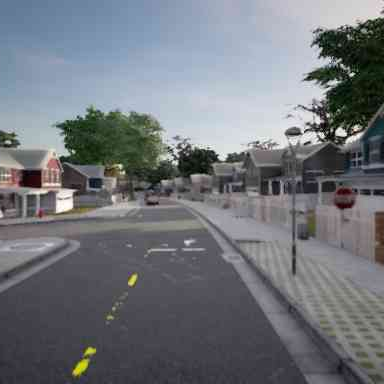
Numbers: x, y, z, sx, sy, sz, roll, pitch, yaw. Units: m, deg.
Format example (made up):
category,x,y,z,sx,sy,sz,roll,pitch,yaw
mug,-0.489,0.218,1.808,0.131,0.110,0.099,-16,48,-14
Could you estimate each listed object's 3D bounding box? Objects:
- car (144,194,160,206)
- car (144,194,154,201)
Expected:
category,x,y,z,sx,sy,sz,roll,pitch,yaw
car,-5.770,1.305,48.709,1.882,1.535,5.008,0,1,-7
car,-9.588,1.228,73.870,1.837,1.490,4.892,0,0,-10
